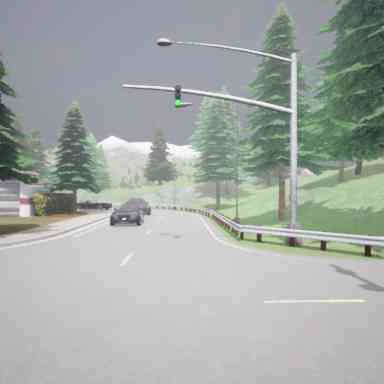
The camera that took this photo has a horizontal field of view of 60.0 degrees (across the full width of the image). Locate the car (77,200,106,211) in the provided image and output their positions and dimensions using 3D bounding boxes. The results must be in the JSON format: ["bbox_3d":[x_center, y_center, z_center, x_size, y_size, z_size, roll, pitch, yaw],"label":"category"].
[{"bbox_3d":[-12.238,1.585,40.776,4.718,1.301,1.895,0,0,13],"label":"car"}]

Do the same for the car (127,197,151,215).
[{"bbox_3d":[-5.512,1.335,33.168,2.097,1.767,4.553,0,0,-20],"label":"car"}]

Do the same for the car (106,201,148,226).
[{"bbox_3d":[-4.486,1.552,23.396,1.994,1.385,4.181,0,0,-3],"label":"car"}]
